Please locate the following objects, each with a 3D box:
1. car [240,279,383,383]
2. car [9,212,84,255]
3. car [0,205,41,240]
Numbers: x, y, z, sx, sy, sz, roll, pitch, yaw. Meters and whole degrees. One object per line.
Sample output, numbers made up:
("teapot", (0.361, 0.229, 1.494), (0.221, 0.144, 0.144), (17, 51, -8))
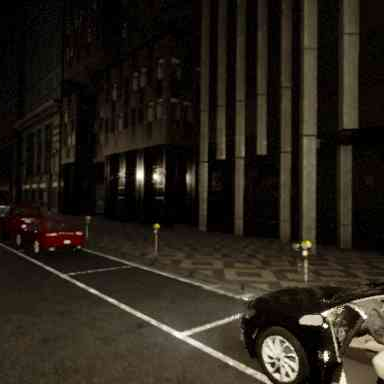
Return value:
("car", (2.704, 1.654, 3.518), (1.837, 1.490, 4.892), (2, -2, -41))
("car", (-6.277, 1.804, 14.528), (1.887, 1.381, 4.507), (3, -2, -41))
("car", (-9.959, 1.613, 18.798), (2.192, 1.841, 5.009), (3, -2, -41))
